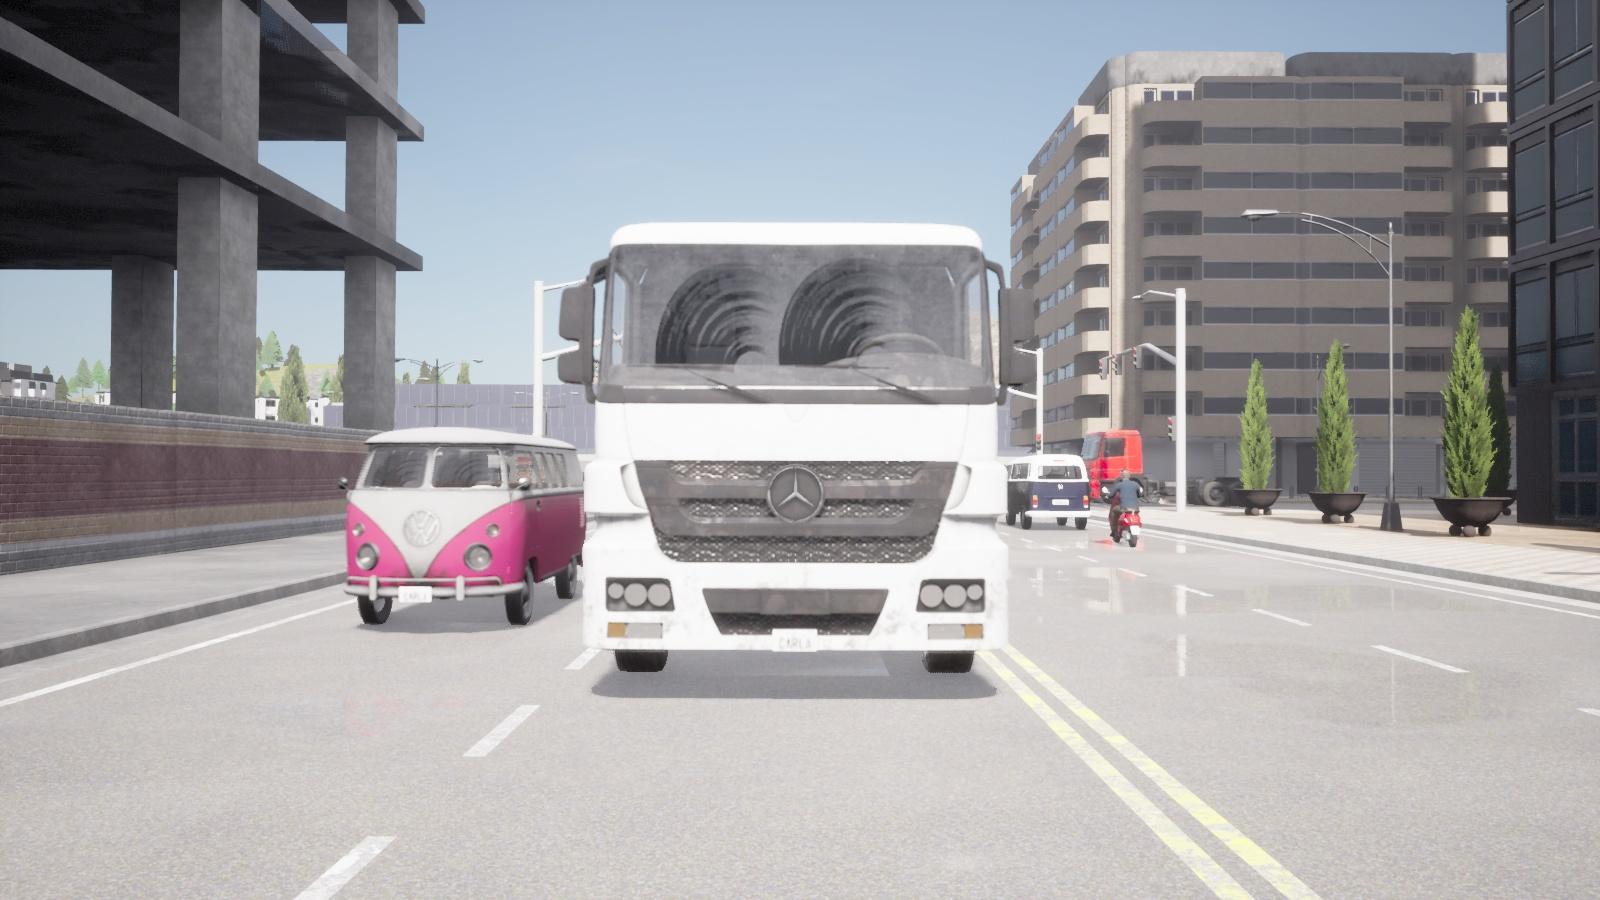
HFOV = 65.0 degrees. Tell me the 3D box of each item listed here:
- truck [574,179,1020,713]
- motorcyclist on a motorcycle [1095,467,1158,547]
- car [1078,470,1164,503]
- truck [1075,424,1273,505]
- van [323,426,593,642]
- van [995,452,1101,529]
[{"bbox_3d":[-0.036,0.036,12.136,2.891,3.462,7.936,0,-1,0],"label":"truck"},{"bbox_3d":[6.930,1.187,26.752,0.866,1.590,1.817,0,1,0],"label":"motorcyclist on a motorcycle"},{"bbox_3d":[15.167,1.708,59.410,3.633,1.501,1.845,0,-1,2],"label":"car"},{"bbox_3d":[16.533,0.647,55.861,7.936,3.462,2.891,0,-1,-1],"label":"truck"},{"bbox_3d":[-3.537,0.814,13.852,1.775,1.987,4.442,0,-1,0],"label":"van"},{"bbox_3d":[6.907,1.104,35.411,2.069,2.038,4.480,0,-1,0],"label":"van"}]
